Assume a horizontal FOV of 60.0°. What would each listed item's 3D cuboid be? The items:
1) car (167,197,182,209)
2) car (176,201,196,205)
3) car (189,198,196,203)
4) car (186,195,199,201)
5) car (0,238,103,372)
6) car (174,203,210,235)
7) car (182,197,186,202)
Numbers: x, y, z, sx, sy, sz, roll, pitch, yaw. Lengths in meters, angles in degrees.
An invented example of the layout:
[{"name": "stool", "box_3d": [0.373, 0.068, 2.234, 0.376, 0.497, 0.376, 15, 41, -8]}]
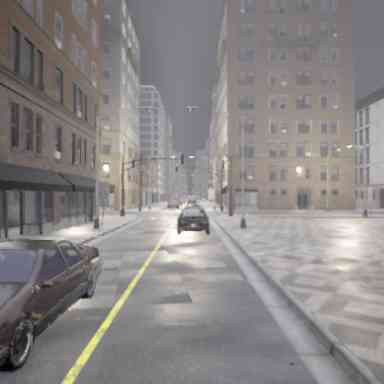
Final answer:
[{"name": "car", "box_3d": [-3.052, 2.008, 54.303, 1.882, 1.535, 5.008, 0, -1, 0]}, {"name": "car", "box_3d": [0.126, 1.849, 30.795, 2.033, 1.411, 5.357, 0, -1, 6]}, {"name": "car", "box_3d": [0.044, 2.359, 92.704, 1.837, 1.490, 4.892, 0, -1, 0]}, {"name": "car", "box_3d": [0.039, 2.161, 82.652, 2.097, 1.767, 4.553, 0, -1, 0]}, {"name": "car", "box_3d": [-3.097, 1.608, 5.995, 2.033, 1.411, 5.357, 0, -1, 0]}, {"name": "car", "box_3d": [0.085, 1.679, 20.450, 1.882, 1.535, 5.008, 0, -1, 0]}, {"name": "car", "box_3d": [-2.967, 2.220, 69.665, 2.033, 1.411, 5.357, 0, -1, 0]}]
